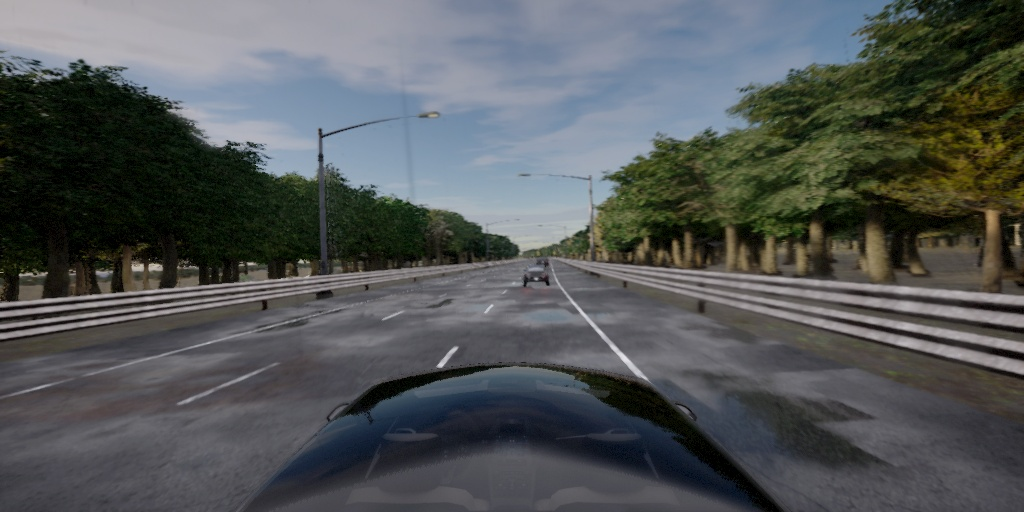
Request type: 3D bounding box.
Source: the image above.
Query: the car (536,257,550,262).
[{"bbox_3d":[5.521,1.222,63.738,2.150,2.045,5.566,-2,0,6],"label":"car"}]

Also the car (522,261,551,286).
[{"bbox_3d":[1.866,1.403,27.109,1.812,1.442,4.674,-2,0,5],"label":"car"}]
